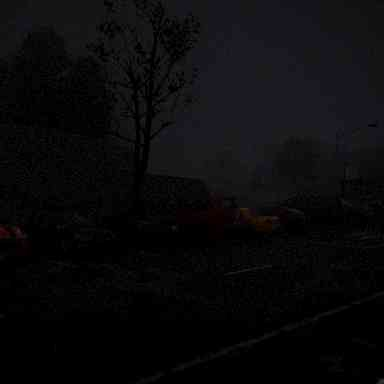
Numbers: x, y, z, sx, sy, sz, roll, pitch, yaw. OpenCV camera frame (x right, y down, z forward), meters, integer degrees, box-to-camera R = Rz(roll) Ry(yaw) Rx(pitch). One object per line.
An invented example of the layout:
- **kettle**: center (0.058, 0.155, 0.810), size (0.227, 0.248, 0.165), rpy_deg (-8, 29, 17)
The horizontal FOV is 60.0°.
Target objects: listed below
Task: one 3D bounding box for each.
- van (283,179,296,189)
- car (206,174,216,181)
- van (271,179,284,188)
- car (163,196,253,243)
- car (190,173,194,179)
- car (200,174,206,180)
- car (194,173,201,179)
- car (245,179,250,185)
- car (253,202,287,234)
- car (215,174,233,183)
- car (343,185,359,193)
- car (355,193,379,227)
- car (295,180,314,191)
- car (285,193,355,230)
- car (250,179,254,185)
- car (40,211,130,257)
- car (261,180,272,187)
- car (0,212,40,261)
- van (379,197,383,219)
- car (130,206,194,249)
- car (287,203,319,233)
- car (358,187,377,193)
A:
- **van**: center (20.784, -1.489, 67.510), size (1.878, 1.987, 4.442), rpy_deg (7, 4, 35)
- **car**: center (6.924, -3.697, 87.246), size (2.435, 2.045, 5.566), rpy_deg (7, 3, 34)
- **van**: center (19.052, -1.762, 69.979), size (1.878, 1.987, 4.442), rpy_deg (7, 4, 35)
- **car**: center (-0.191, 1.249, 16.430), size (5.566, 2.045, 2.435), rpy_deg (-1, -1, 34)
- **car**: center (1.619, -4.360, 94.522), size (2.435, 2.045, 5.566), rpy_deg (1, -1, 34)
- **car**: center (5.127, -3.848, 89.709), size (2.185, 1.767, 4.553), rpy_deg (6, 3, 34)
- **car**: center (3.394, -4.083, 92.177), size (2.185, 1.767, 4.553), rpy_deg (4, 1, 33)
- **car**: center (13.894, -2.315, 77.486), size (2.002, 1.452, 4.674), rpy_deg (7, 3, 35)
- **car**: center (2.126, 1.504, 18.261), size (5.366, 1.575, 1.946), rpy_deg (-1, -1, 34)
- **car**: center (8.779, -3.174, 84.989), size (1.946, 1.575, 5.366), rpy_deg (7, 3, 34)
- **car**: center (27.768, -0.424, 57.771), size (2.435, 2.045, 5.566), rpy_deg (7, 3, 35)
- **car**: center (9.667, 1.269, 23.361), size (5.566, 2.045, 2.435), rpy_deg (-1, -1, 35)
- **car**: center (22.547, -0.990, 65.150), size (2.231, 1.521, 4.892), rpy_deg (7, 3, 35)
- **car**: center (7.156, 1.264, 21.653), size (5.566, 2.045, 2.435), rpy_deg (-1, -1, 35)
- **car**: center (15.640, -2.041, 75.026), size (2.002, 1.452, 4.674), rpy_deg (7, 3, 35)
- **car**: center (-5.051, 1.495, 12.932), size (4.892, 1.521, 2.231), rpy_deg (-1, -1, 34)
- **car**: center (17.474, -1.810, 72.708), size (1.946, 1.575, 5.366), rpy_deg (7, 3, 35)
- **car**: center (-7.515, 1.367, 11.203), size (4.553, 1.767, 2.185), rpy_deg (-1, -1, 34)
- **van**: center (12.203, 1.298, 25.034), size (4.442, 1.987, 1.878), rpy_deg (-1, -1, 35)
- **car**: center (-2.633, 1.526, 14.682), size (4.792, 1.488, 2.163), rpy_deg (-1, -1, 34)
- **car**: center (4.731, 1.550, 19.892), size (4.674, 1.452, 2.002), rpy_deg (-1, -1, 35)
- **car**: center (29.462, 0.138, 55.301), size (2.002, 1.452, 4.674), rpy_deg (7, 3, 35)
